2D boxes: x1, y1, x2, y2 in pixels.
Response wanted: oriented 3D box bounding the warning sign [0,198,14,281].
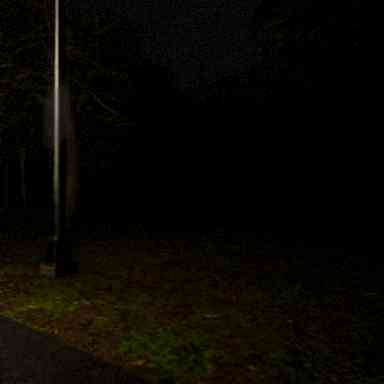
[{"bbox_3d":[-5.007,1.068,7.536,1.060,1.860,1.300,2,0,35],"label":"warning sign"}]
